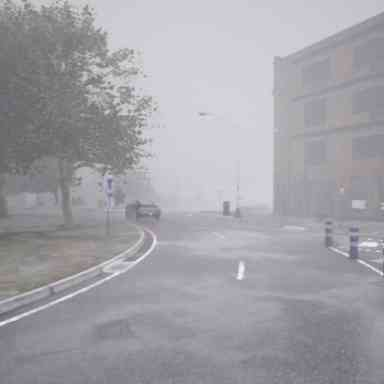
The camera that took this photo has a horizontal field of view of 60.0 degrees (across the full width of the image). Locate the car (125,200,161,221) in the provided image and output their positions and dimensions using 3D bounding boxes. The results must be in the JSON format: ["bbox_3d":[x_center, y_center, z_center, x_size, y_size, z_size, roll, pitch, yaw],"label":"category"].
[{"bbox_3d":[-3.831,1.337,25.614,2.128,1.511,4.902,0,0,-23],"label":"car"}]

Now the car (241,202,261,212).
[{"bbox_3d":[9.402,2.642,55.030,2.002,1.452,4.674,2,-2,24],"label":"car"}]

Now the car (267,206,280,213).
[{"bbox_3d":[18.384,3.895,75.117,2.002,1.452,4.674,0,-3,24],"label":"car"}]

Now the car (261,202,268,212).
[{"bbox_3d":[11.631,2.944,60.045,2.163,1.488,4.792,0,-3,24],"label":"car"}]

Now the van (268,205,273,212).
[{"bbox_3d":[13.928,3.008,65.171,1.878,1.987,4.442,0,-3,24],"label":"van"}]
